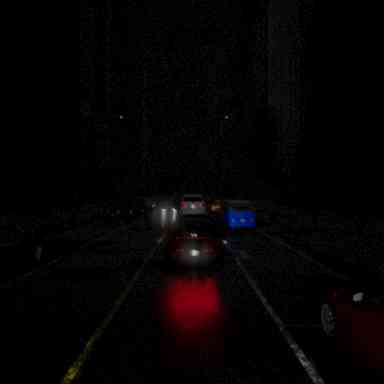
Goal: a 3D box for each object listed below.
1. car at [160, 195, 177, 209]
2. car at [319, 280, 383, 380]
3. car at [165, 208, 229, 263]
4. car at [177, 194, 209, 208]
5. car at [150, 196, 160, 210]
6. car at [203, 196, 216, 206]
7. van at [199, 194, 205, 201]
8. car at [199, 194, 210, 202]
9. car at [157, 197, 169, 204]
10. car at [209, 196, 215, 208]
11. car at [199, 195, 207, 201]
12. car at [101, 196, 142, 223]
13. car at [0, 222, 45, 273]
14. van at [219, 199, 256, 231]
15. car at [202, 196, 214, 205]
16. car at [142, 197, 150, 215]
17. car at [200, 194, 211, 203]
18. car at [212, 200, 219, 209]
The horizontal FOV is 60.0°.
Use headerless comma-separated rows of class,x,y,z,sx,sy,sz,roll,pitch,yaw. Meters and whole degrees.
car,-3.076,1.568,46.325,1.812,1.442,4.674,0,0,0
car,2.859,1.590,3.651,1.802,1.307,4.206,0,0,0
car,0.074,1.527,12.025,1.837,1.490,4.892,0,0,0
car,0.095,1.261,30.140,2.150,2.045,5.566,0,0,0
car,-5.656,1.569,42.943,1.752,1.417,4.829,0,0,1
car,2.873,1.487,54.412,1.967,1.590,4.097,0,0,0
van,2.882,1.473,93.888,1.690,1.788,3.998,0,0,0
car,2.878,1.404,76.969,2.192,1.841,5.009,0,0,0
car,-5.650,1.629,65.706,1.947,1.339,4.313,0,0,0
car,2.876,1.566,37.695,1.752,1.417,4.829,0,0,1
car,2.881,1.557,88.248,1.967,1.590,4.097,0,0,0
car,-5.660,1.354,26.235,2.192,1.841,5.009,0,0,0
car,-5.665,1.570,9.316,2.008,1.369,4.403,0,0,0
van,2.864,1.376,20.571,1.690,1.788,3.998,0,0,0
car,2.874,1.494,60.050,1.967,1.590,4.097,0,0,0
car,-5.658,1.357,31.875,2.192,1.841,5.009,0,0,0
car,2.876,1.390,71.330,2.192,1.841,5.009,0,0,0
car,2.866,1.564,26.382,1.752,1.417,4.829,0,0,0
